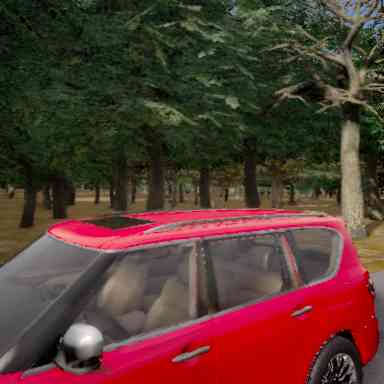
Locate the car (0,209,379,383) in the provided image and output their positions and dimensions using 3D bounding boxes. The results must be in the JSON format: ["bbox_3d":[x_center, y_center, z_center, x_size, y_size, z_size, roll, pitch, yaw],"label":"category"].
[{"bbox_3d":[-0.517,1.225,3.009,5.566,2.045,2.150,0,0,-35],"label":"car"}]
